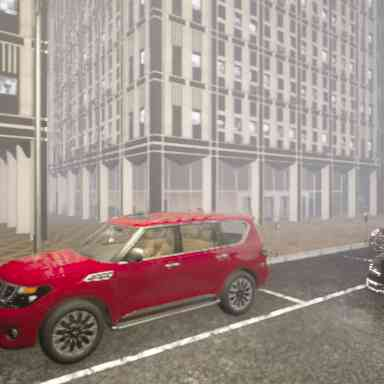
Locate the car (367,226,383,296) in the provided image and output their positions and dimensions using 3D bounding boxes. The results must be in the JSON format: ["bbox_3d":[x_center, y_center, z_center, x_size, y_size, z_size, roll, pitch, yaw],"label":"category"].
[{"bbox_3d":[5.905,1.546,7.599,4.892,1.490,1.837,0,0,-36],"label":"car"}]

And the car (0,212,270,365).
[{"bbox_3d":[-0.756,1.328,6.028,5.009,1.841,2.192,0,0,-36],"label":"car"}]
